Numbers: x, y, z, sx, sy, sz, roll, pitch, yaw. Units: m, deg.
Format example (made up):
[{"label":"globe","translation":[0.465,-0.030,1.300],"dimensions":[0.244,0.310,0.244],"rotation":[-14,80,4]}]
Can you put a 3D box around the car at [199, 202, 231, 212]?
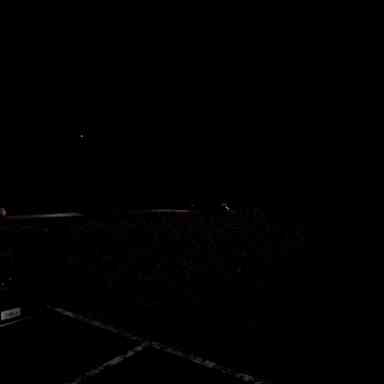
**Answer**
[{"label":"car","translation":[3.623,2.367,52.129],"dimensions":[1.837,1.490,4.892],"rotation":[0,-1,36]}]

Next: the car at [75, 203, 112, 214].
[{"label":"car","translation":[-13.398,2.191,45.535],"dimensions":[1.895,1.301,4.718],"rotation":[0,-1,36]}]

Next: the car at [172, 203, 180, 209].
[{"label":"car","translation":[-1.671,2.590,61.519],"dimensions":[1.895,1.301,4.718],"rotation":[0,-1,36]}]

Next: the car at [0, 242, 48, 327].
[{"label":"car","translation":[-4.419,1.551,6.159],"dimensions":[4.403,1.369,2.008],"rotation":[0,0,36]}]

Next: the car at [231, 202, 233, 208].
[{"label":"car","translation":[7.034,2.558,62.446],"dimensions":[2.128,1.511,4.902],"rotation":[0,-1,36]}]

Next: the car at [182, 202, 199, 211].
[{"label":"car","translation":[1.148,2.365,54.255],"dimensions":[2.128,1.511,4.902],"rotation":[0,-1,37]}]

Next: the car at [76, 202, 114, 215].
[{"label":"car","translation":[-12.092,2.029,41.796],"dimensions":[2.128,1.511,4.902],"rotation":[0,-1,36]}]

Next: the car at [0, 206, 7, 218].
[{"label":"car","translation":[-19.886,1.817,31.039],"dimensions":[1.812,1.442,4.674],"rotation":[0,-1,36]}]

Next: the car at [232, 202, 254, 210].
[{"label":"car","translation":[9.664,2.623,60.535],"dimensions":[1.994,1.385,4.181],"rotation":[0,-1,36]}]

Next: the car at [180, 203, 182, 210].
[{"label":"car","translation":[0.540,2.426,59.045],"dimensions":[1.882,1.535,5.008],"rotation":[0,-1,36]}]

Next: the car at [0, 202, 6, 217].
[{"label":"car","translation":[-21.914,1.822,33.810],"dimensions":[1.837,1.490,4.892],"rotation":[0,-1,36]}]
